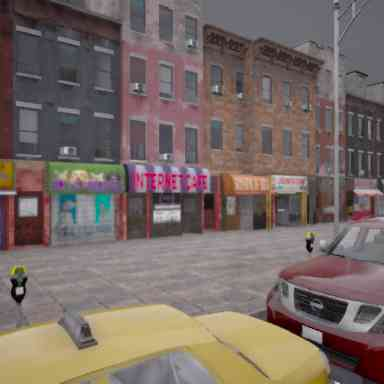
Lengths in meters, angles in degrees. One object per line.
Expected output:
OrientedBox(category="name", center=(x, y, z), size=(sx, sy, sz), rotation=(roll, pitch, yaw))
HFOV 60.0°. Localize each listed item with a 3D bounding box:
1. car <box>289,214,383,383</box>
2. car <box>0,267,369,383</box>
OrientedBox(category="car", center=(3.422, 1.314, 5.273), size=(5.009, 1.841, 2.192), rotation=(0, 0, -35))
OrientedBox(category="car", center=(-1.003, 1.524, 2.112), size=(4.829, 1.417, 1.752), rotation=(0, 0, -35))
